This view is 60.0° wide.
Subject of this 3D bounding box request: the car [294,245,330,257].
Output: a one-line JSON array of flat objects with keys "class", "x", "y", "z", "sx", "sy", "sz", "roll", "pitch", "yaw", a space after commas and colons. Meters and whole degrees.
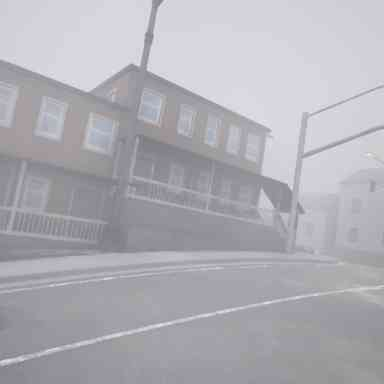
[{"class": "car", "x": 9.823, "y": 5.503, "z": 29.204, "sx": 2.097, "sy": 1.767, "sz": 4.553, "roll": 13, "pitch": -16, "yaw": -34}]
